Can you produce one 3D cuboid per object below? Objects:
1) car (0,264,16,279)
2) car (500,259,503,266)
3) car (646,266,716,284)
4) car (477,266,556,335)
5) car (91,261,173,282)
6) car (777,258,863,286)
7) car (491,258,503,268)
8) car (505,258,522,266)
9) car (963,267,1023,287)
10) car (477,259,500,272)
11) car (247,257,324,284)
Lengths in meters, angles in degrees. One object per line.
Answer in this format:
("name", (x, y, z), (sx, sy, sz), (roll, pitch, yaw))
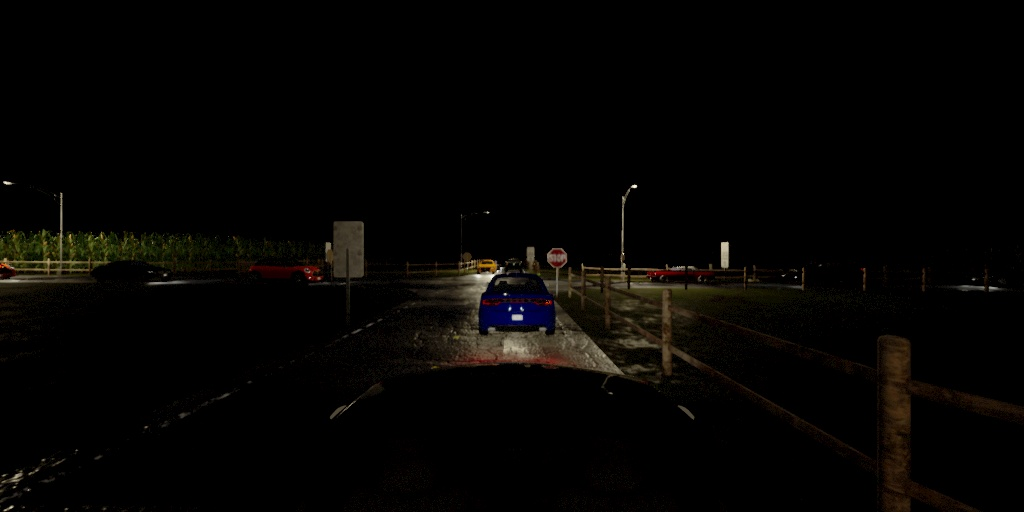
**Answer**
("car", (-38.719, 0.804, 25.596), (4.553, 1.767, 2.097), (0, 0, 1))
("car", (-2.713, 1.294, 51.006), (1.994, 1.385, 4.181), (0, 0, 0))
("car", (12.990, 1.455, 27.888), (4.718, 1.301, 1.895), (0, 0, 0))
("car", (0.123, 1.224, 10.499), (1.882, 1.535, 5.008), (0, 0, 0))
("car", (-26.917, 1.070, 25.445), (4.674, 1.442, 1.812), (0, 0, 1))
("car", (23.818, 1.169, 27.784), (5.566, 2.045, 2.150), (1, 0, 1))
("car", (-2.625, 1.225, 64.854), (1.837, 1.490, 4.892), (0, 1, 1))
("car", (0.208, 1.084, 46.619), (2.097, 1.767, 4.553), (0, 0, 0))
("car", (37.997, 1.583, 27.596), (4.892, 1.490, 1.837), (1, 0, 1))
("car", (-2.787, 1.212, 40.990), (1.882, 1.535, 5.008), (0, 0, 1))
("car", (-15.857, 0.983, 25.310), (4.553, 1.767, 2.097), (1, 0, 1))
